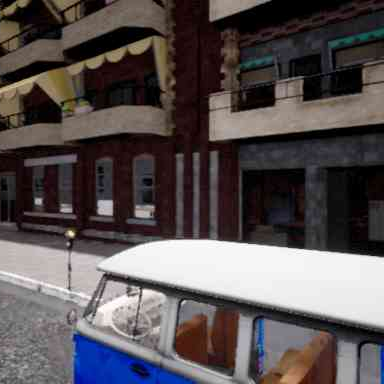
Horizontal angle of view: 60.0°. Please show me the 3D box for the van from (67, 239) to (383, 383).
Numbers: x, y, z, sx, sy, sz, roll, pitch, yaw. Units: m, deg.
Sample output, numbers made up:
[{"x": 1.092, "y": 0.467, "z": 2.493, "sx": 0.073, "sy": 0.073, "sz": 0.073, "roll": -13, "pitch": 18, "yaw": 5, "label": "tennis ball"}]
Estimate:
[{"x": 0.835, "y": 1.340, "z": 2.278, "sx": 3.998, "sy": 1.788, "sz": 1.690, "roll": 0, "pitch": 0, "yaw": 35, "label": "van"}]
